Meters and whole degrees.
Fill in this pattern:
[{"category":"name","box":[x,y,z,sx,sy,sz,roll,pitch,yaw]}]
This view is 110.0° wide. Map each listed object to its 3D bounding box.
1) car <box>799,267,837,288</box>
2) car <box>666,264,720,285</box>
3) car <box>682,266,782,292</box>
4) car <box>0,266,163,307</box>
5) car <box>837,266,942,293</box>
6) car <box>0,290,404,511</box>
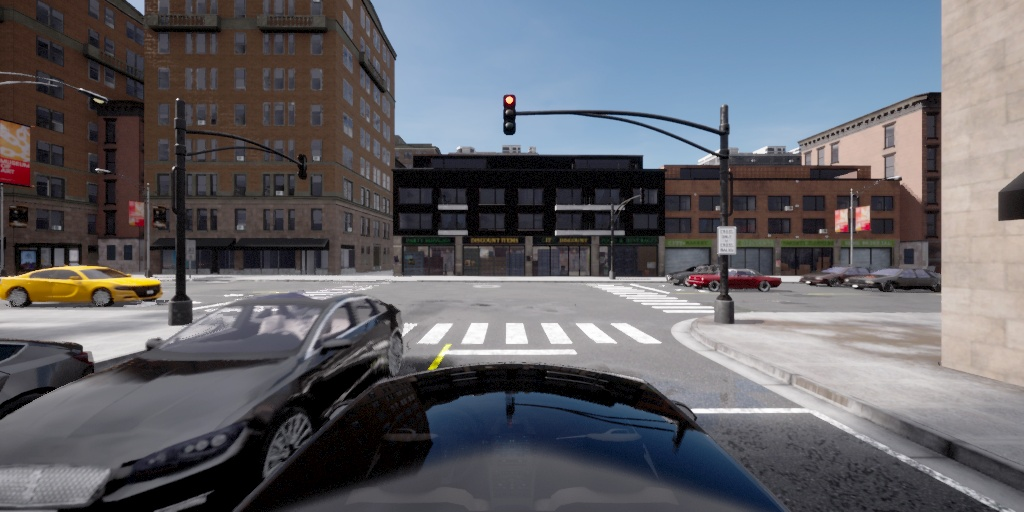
[{"category":"car","box":[23.045,1.423,24.738,5.357,1.411,2.033,0,0,-1]},{"category":"car","box":[13.170,1.329,24.605,4.892,1.490,1.837,0,0,-1]},{"category":"car","box":[13.079,1.424,21.355,4.718,1.301,1.895,0,0,-1]},{"category":"car","box":[-16.919,1.154,14.261,5.008,1.535,1.882,0,0,-1]},{"category":"car","box":[23.225,1.424,21.482,5.357,1.411,2.033,0,0,0]},{"category":"car","box":[-2.770,1.241,4.444,2.128,1.511,4.902,0,0,-1]}]
